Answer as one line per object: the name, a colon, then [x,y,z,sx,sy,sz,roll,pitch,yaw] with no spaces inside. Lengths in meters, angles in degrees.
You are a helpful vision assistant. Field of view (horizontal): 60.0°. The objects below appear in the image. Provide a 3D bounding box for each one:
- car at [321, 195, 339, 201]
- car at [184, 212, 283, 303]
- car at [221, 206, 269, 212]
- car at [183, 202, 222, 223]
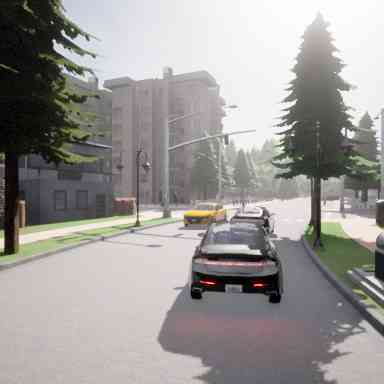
car: [34.030,1.497,83.155,5.008,1.535,1.882,0,0,-2]
car: [1.104,1.492,8.277,2.128,1.511,4.902,0,0,9]
car: [3.230,1.492,17.384,2.128,1.511,4.902,0,0,18]
car: [1.016,1.478,22.466,1.882,1.535,5.008,0,0,21]
